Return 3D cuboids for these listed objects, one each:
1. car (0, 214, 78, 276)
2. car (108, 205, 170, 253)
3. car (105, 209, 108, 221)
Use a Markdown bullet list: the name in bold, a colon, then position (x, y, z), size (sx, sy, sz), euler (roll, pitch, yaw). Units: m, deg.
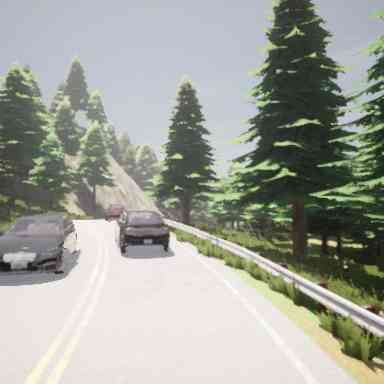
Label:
- **car**: position (-4.695, 1.479, 10.339), size (2.128, 1.511, 4.902), euler (1, 0, -13)
- **car**: position (-2.196, 1.511, 13.893), size (2.128, 1.511, 4.902), euler (1, 0, -16)
- **car**: position (-6.641, 1.828, 29.846), size (1.994, 1.385, 4.181), euler (0, -3, -9)
